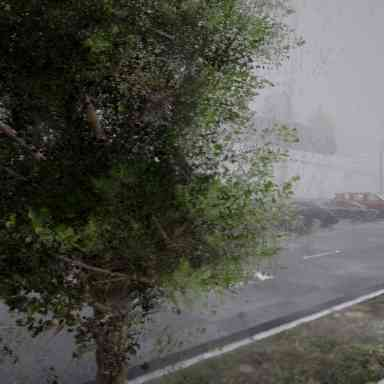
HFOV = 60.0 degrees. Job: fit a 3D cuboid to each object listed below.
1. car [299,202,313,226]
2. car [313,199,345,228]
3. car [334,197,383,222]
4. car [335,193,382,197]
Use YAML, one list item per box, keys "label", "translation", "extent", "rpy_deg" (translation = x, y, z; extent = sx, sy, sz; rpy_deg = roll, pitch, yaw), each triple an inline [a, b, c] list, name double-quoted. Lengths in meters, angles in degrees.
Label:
- label: "car"
  translation: [4.284, 1.458, 19.612]
  extent: [4.674, 1.452, 2.002]
  rpy_deg: [-1, -1, 35]
- label: "car"
  translation: [6.732, 1.392, 21.346]
  extent: [5.008, 1.535, 2.097]
  rpy_deg: [-1, 0, 35]
- label: "car"
  translation: [11.643, 1.363, 24.823]
  extent: [4.792, 1.488, 2.163]
  rpy_deg: [-1, -1, 34]
- label: "car"
  translation: [14.083, 1.056, 26.569]
  extent: [5.566, 2.045, 2.435]
  rpy_deg: [-1, -1, 34]
